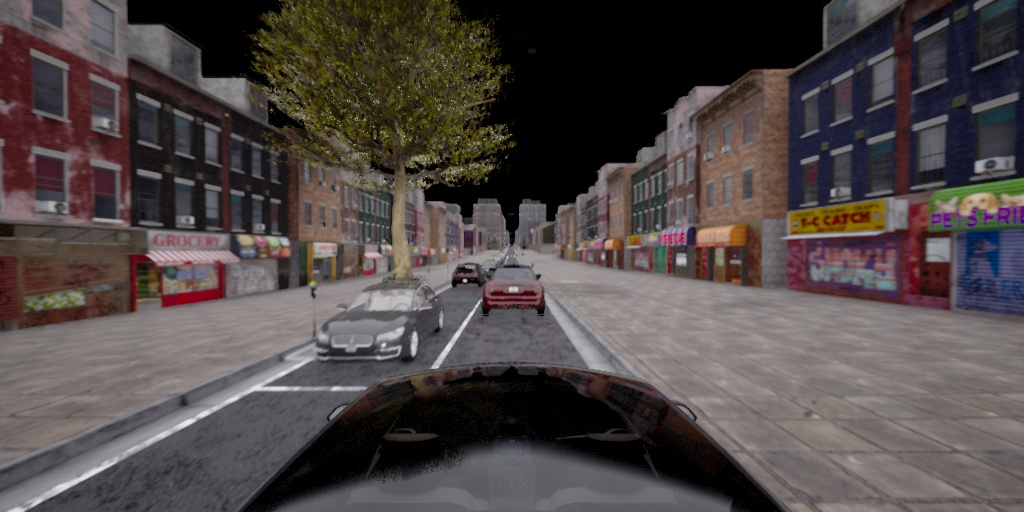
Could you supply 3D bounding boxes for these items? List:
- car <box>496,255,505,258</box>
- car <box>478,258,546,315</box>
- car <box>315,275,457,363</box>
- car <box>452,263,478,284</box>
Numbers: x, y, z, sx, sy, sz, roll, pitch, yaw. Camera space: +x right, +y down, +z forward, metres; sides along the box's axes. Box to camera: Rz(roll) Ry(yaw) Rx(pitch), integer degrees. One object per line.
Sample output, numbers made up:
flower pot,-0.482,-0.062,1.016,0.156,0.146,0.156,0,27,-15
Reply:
car,-2.638,0.898,63.455,1.802,1.307,4.207,0,0,0
car,0.065,1.076,13.566,2.097,1.767,4.553,0,0,0
car,-2.639,1.289,8.076,2.007,1.370,4.403,0,0,0
car,-2.750,1.193,23.453,1.837,1.490,4.892,0,0,0
